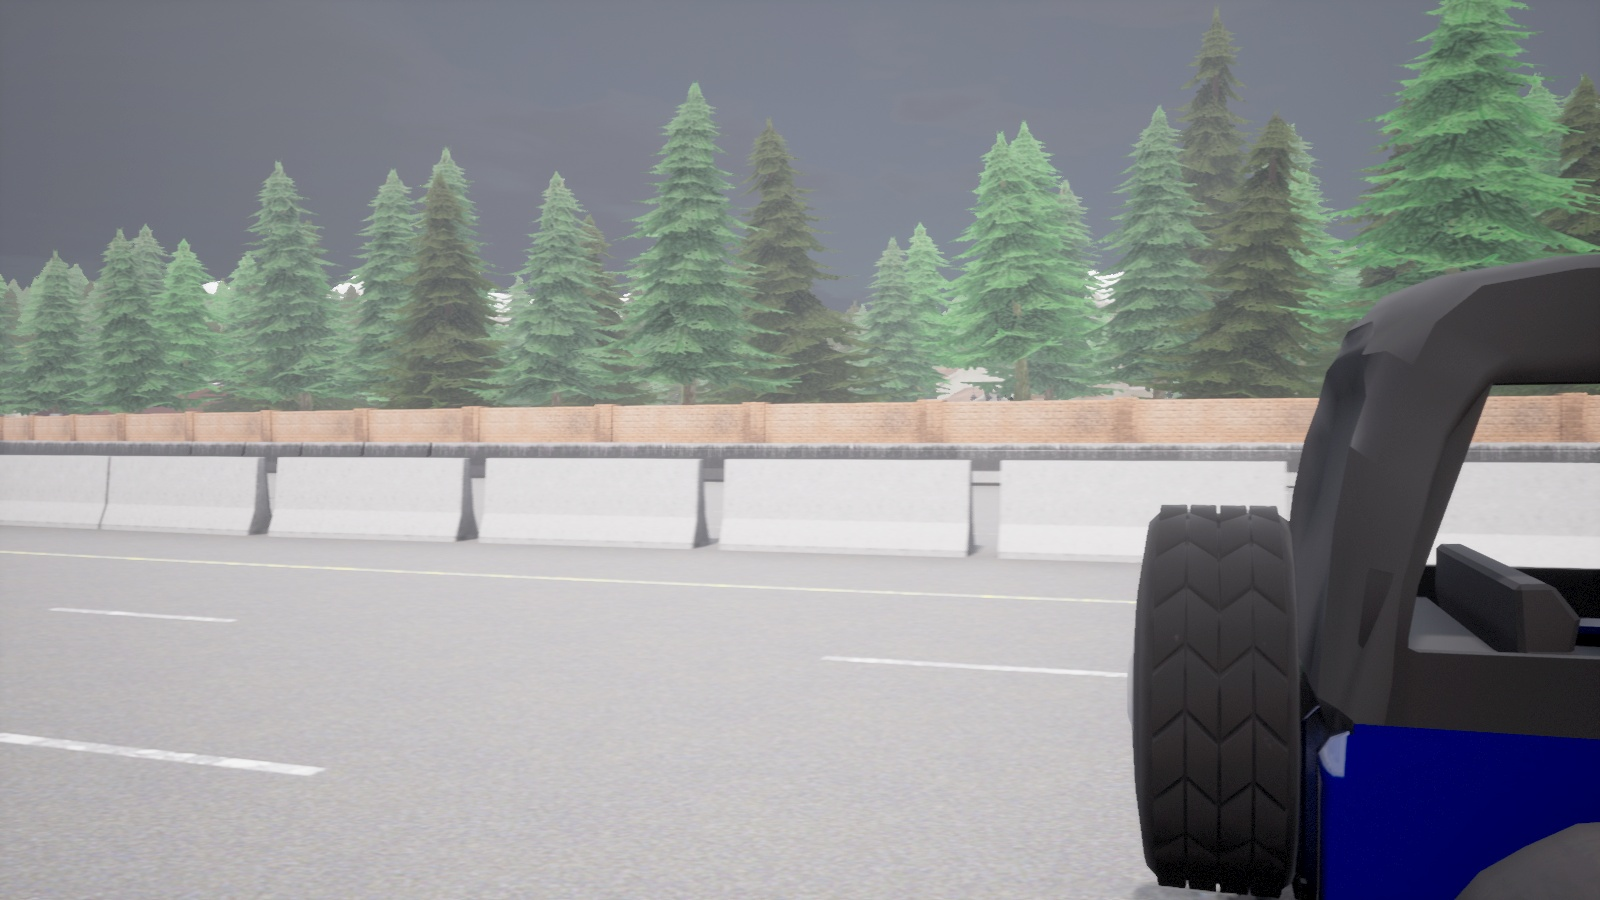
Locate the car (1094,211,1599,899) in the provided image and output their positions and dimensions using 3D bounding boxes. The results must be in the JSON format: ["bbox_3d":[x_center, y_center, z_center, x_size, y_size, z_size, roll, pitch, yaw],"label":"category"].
[{"bbox_3d":[2.608,0.595,2.326,3.866,1.878,1.905,1,1,18],"label":"car"}]
